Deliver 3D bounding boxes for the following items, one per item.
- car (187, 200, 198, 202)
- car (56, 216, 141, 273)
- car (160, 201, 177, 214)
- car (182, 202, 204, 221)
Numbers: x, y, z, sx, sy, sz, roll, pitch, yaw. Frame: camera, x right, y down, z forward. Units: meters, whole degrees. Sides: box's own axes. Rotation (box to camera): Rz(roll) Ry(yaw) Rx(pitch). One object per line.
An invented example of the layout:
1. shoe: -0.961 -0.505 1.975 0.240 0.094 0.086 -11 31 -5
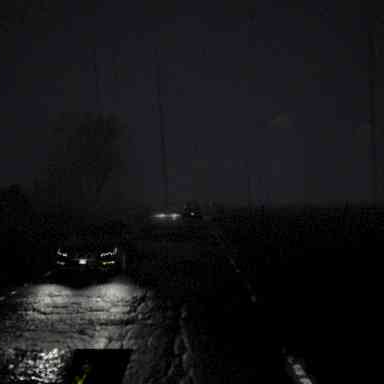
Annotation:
1. car: 0.040 1.801 41.799 2.097 1.767 4.553 0 -1 0
2. car: -2.863 1.622 11.121 1.837 1.490 4.892 0 -1 0
3. car: -2.897 1.927 41.761 1.882 1.535 5.008 0 -1 0
4. car: 0.053 1.892 30.872 1.994 1.385 4.181 0 -1 0
